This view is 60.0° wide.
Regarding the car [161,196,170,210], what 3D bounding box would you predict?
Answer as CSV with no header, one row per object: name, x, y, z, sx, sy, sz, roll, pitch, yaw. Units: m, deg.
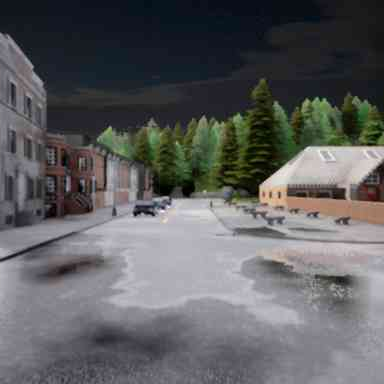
car,-4.074,1.358,39.836,1.812,1.442,4.674,0,0,0

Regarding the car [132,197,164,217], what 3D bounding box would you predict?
car,-4.077,1.420,30.223,2.033,1.411,5.357,0,0,0

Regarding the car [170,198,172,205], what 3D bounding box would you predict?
car,-4.037,1.315,50.121,1.812,1.442,4.674,0,0,1
